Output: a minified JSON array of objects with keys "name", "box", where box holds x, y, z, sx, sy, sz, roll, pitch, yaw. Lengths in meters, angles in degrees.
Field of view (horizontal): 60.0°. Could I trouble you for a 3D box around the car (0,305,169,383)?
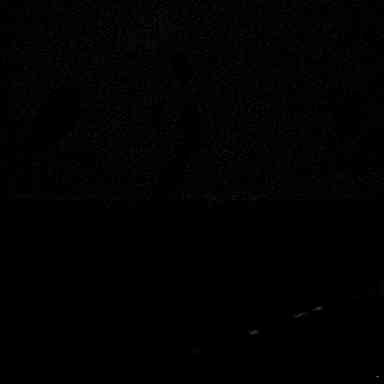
[{"name":"car","box":[-2.295,1.510,1.408,4.892,1.490,1.837,0,0,-36]}]
